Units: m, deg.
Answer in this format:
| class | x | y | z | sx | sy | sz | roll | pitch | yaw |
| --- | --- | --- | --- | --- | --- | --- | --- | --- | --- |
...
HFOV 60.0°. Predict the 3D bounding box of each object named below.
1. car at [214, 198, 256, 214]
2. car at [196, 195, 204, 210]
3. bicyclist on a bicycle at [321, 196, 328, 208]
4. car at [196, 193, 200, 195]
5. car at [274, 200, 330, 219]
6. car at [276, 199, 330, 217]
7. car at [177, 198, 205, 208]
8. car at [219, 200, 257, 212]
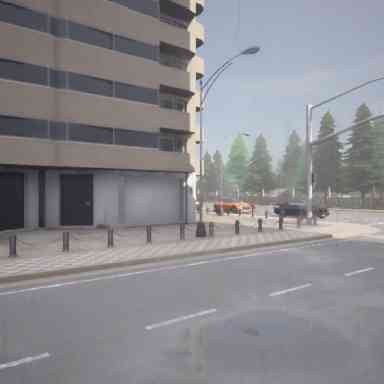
| class | x | y | z | sx | sy | sz | roll | pitch | yaw |
| --- | --- | --- | --- | --- | --- | --- | --- | --- | --- |
| car | 4.434 | 1.407 | 36.670 | 2.097 | 1.767 | 4.553 | 0 | 0 | -36 |
| car | -0.920 | 1.533 | 44.103 | 1.882 | 1.535 | 5.008 | 0 | 0 | -36 |
| bicyclist on a bicycle | 17.369 | 1.356 | 43.492 | 1.656 | 1.620 | 0.582 | 0 | 0 | -36 |
| car | -0.060 | 1.277 | 61.097 | 2.150 | 2.045 | 5.566 | 0 | 0 | -35 |
| car | 9.650 | 1.656 | 29.438 | 1.895 | 1.301 | 4.718 | 0 | 0 | -36 |
| car | 11.075 | 1.533 | 33.444 | 1.882 | 1.535 | 5.008 | 0 | 0 | -36 |
| car | -0.193 | 1.619 | 49.083 | 1.994 | 1.385 | 4.181 | 0 | 0 | -36 |
| car | 5.609 | 1.656 | 41.020 | 1.895 | 1.301 | 4.718 | 0 | 0 | -36 |
